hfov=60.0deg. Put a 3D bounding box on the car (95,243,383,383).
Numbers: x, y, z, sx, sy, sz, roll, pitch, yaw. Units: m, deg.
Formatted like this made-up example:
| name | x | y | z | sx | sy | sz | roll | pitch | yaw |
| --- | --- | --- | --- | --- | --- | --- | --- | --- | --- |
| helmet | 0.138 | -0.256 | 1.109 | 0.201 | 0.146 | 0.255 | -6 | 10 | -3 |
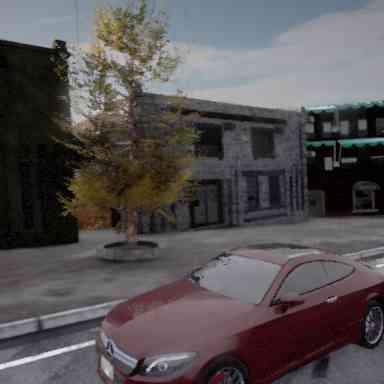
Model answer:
| name | x | y | z | sx | sy | sz | roll | pitch | yaw |
| --- | --- | --- | --- | --- | --- | --- | --- | --- | --- |
| car | 1.036 | 1.522 | 4.729 | 4.674 | 1.442 | 1.812 | 0 | 0 | -35 |
